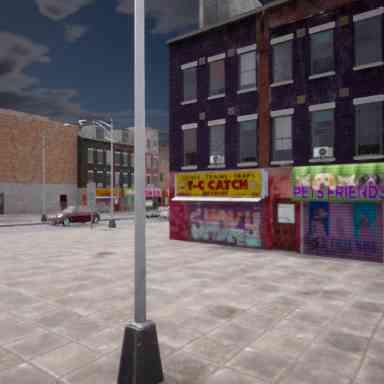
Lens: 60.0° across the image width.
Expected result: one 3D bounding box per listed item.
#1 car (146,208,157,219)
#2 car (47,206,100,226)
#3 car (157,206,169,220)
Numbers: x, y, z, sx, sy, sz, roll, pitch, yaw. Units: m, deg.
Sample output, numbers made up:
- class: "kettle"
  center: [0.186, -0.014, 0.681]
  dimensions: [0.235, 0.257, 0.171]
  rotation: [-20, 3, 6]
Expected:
- class: "car"
  center: [-3.063, 2.171, 35.504]
  dimensions: [2.008, 1.369, 4.403]
  rotation: [-2, -2, 36]
- class: "car"
  center: [-9.487, 1.825, 26.712]
  dimensions: [1.967, 1.590, 4.097]
  rotation: [-2, -2, 36]
- class: "car"
  center: [-0.971, 2.205, 33.680]
  dimensions: [1.895, 1.301, 4.718]
  rotation: [0, -1, 36]
